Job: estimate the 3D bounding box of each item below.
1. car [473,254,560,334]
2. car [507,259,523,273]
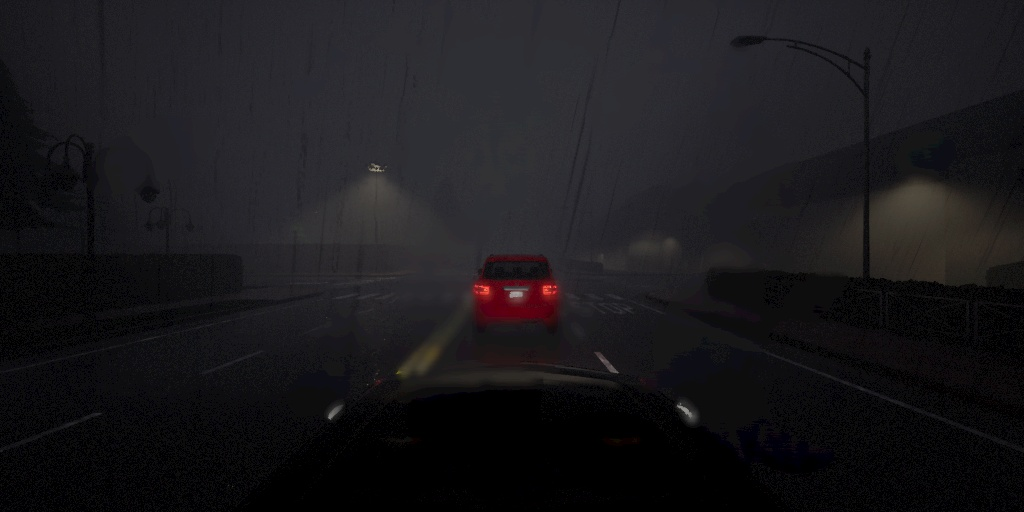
[{"bbox_3d":[0.121,0.971,10.812,2.150,2.045,5.566,0,0,0],"label":"car"},{"bbox_3d":[0.353,1.228,45.629,1.882,1.535,5.008,0,0,1],"label":"car"}]
